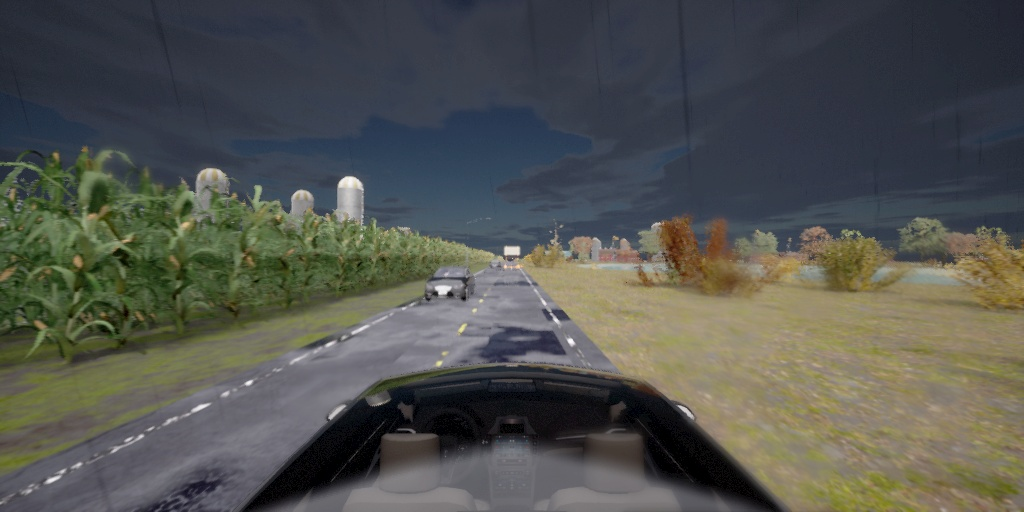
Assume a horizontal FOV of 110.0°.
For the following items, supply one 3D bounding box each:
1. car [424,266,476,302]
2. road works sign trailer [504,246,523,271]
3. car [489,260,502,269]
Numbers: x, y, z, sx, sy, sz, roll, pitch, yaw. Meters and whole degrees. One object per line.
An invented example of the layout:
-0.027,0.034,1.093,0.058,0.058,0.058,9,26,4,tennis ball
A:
-2.847,1.252,17.199,2.128,1.511,4.902,0,0,0,car
0.007,0.287,52.194,2.380,3.560,2.880,0,0,0,road works sign trailer
-2.776,1.373,59.851,1.812,1.442,4.674,0,0,1,car
